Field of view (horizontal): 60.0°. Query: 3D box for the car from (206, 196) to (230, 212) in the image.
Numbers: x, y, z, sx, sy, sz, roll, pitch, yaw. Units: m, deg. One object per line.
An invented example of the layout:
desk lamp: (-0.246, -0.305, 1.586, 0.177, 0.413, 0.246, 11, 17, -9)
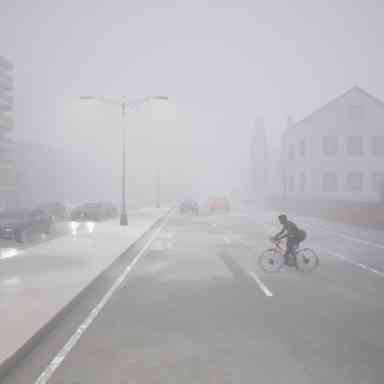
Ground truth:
car: (3.137, 1.352, 38.600, 2.097, 1.767, 4.553, 0, 0, 0)

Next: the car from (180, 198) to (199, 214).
car: (-0.279, 1.601, 35.510, 1.895, 1.301, 4.718, 0, 0, -1)

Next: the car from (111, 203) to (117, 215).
car: (-8.393, 1.564, 31.274, 1.994, 1.385, 4.181, 0, 0, 0)

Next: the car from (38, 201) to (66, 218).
car: (-11.869, 1.506, 27.291, 1.837, 1.490, 4.892, 0, 0, 0)

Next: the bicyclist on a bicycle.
bicyclist on a bicycle: (2.682, 1.452, 9.236, 1.656, 1.620, 0.582, 0, 0, -1)

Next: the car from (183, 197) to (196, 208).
car: (-0.427, 1.525, 48.219, 1.812, 1.442, 4.674, 0, 0, -1)

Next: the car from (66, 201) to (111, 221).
car: (-8.286, 1.564, 26.993, 1.994, 1.385, 4.181, 0, 0, -1)

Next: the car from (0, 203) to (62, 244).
car: (-8.263, 1.505, 16.006, 1.837, 1.490, 4.892, 0, 0, -1)
